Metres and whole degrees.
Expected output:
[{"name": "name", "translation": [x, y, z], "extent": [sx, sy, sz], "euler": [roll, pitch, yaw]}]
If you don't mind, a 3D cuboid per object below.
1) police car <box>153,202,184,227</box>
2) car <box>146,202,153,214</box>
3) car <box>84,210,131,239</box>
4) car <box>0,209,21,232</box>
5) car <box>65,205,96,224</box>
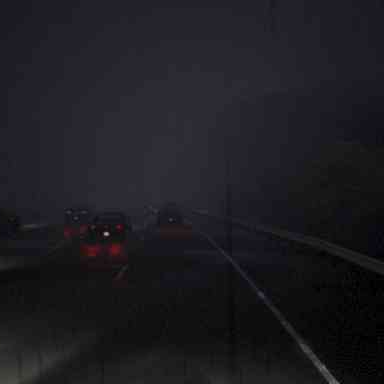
[{"name": "police car", "translation": [-1.778, 1.700, 25.214], "extent": [1.930, 1.638, 5.238], "euler": [0, -1, -7]}, {"name": "car", "translation": [-4.656, 1.979, 41.337], "extent": [1.812, 1.442, 4.674], "euler": [0, -1, -12]}, {"name": "car", "translation": [-4.506, 1.812, 18.821], "extent": [1.895, 1.301, 4.718], "euler": [0, -1, -6]}, {"name": "car", "translation": [-11.610, 1.719, 19.252], "extent": [2.128, 1.511, 4.902], "euler": [0, -1, -6]}, {"name": "car", "translation": [-9.202, 1.806, 27.698], "extent": [2.128, 1.511, 4.902], "euler": [0, -1, -8]}]
